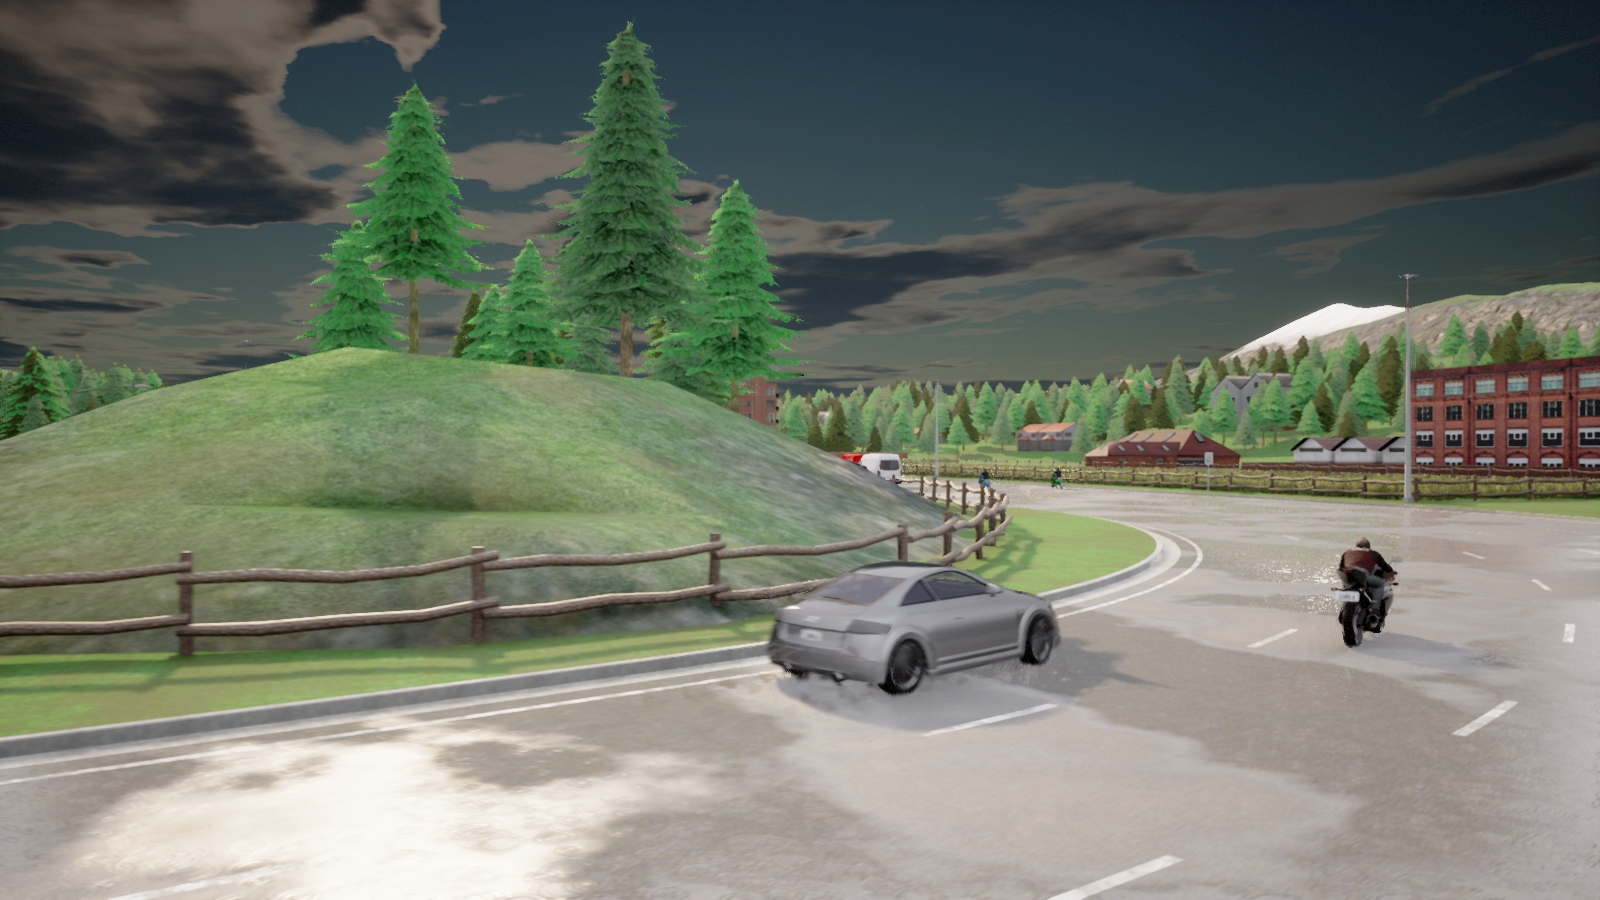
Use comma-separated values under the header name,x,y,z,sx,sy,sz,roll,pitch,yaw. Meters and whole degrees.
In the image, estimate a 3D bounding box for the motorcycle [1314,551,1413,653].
name,x,y,z,sx,sy,sz,roll,pitch,yaw
motorcycle,8.442,2.219,17.057,0.867,1.251,2.209,-2,-2,38

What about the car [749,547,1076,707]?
name,x,y,z,sx,sy,sz,roll,pitch,yaw
car,1.559,2.129,14.723,4.181,1.385,1.994,0,0,-45
